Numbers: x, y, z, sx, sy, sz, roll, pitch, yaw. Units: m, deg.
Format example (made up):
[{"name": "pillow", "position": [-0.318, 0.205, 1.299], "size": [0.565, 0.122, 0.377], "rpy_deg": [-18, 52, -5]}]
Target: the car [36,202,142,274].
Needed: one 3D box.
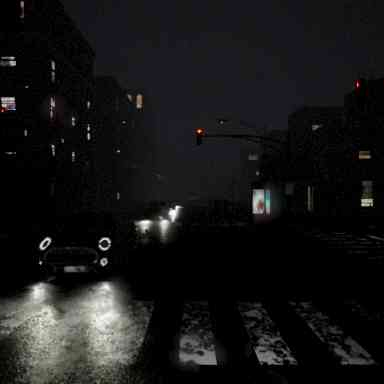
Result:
[{"name": "car", "position": [-3.090, 1.364, 10.667], "size": [2.097, 1.767, 4.553], "rpy_deg": [0, 0, 0]}]

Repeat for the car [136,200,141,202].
[{"name": "car", "position": [-5.669, 1.561, 37.515], "size": [2.008, 1.369, 4.403], "rpy_deg": [0, 0, 0]}]

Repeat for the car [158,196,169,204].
[{"name": "car", "position": [-5.648, 1.566, 65.828], "size": [1.752, 1.417, 4.829], "rpy_deg": [0, 0, 0]}]

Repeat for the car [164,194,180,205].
[{"name": "car", "position": [-3.031, 1.520, 55.704], "size": [2.128, 1.511, 4.902], "rpy_deg": [0, 0, 0]}]

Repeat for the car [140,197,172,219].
[{"name": "car", "position": [-3.077, 1.482, 29.631], "size": [1.882, 1.535, 5.008], "rpy_deg": [0, 0, 0]}]

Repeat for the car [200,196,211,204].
[{"name": "car", "position": [2.733, 1.592, 66.005], "size": [2.008, 1.369, 4.403], "rpy_deg": [-1, 0, 0]}]

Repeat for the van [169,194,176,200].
[{"name": "van", "position": [-5.629, 1.431, 94.481], "size": [1.690, 1.788, 3.998], "rpy_deg": [-1, 0, 0]}]

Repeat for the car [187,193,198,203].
[{"name": "car", "position": [0.137, 1.269, 70.537], "size": [2.150, 2.045, 5.566], "rpy_deg": [0, 0, 0]}]

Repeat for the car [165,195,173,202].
[{"name": "car", "position": [-5.636, 1.593, 82.917], "size": [1.752, 1.417, 4.829], "rpy_deg": [-1, 0, 0]}]

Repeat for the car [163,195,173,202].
[{"name": "car", "position": [-5.641, 1.498, 77.391], "size": [1.967, 1.590, 4.097], "rpy_deg": [0, 0, 0]}]

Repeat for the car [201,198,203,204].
[{"name": "car", "position": [2.720, 1.572, 48.915], "size": [2.008, 1.369, 4.403], "rpy_deg": [0, 0, 0]}]

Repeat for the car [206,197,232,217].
[{"name": "car", "position": [2.707, 1.446, 31.824], "size": [1.967, 1.590, 4.097], "rpy_deg": [0, 0, 0]}]

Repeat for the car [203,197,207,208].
[{"name": "car", "position": [2.716, 1.597, 43.218], "size": [1.802, 1.307, 4.206], "rpy_deg": [0, 0, 0]}]

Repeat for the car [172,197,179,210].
[{"name": "car", "position": [-3.067, 1.617, 43.467], "size": [1.895, 1.301, 4.718], "rpy_deg": [0, 0, 0]}]
